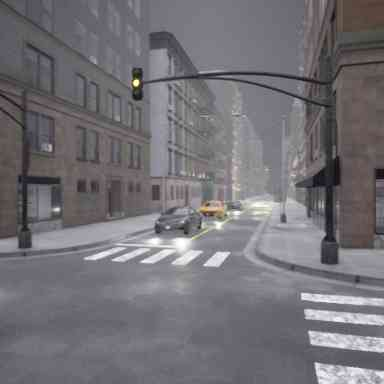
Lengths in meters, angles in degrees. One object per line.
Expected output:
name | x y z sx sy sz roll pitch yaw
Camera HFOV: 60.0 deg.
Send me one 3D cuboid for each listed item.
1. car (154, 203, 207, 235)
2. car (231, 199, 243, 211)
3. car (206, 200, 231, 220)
car | -0.654 1.564 19.434 1.812 1.442 4.674 0 0 15
car | 5.188 1.623 41.398 1.994 1.385 4.181 0 0 16
car | 1.913 1.524 29.117 1.882 1.535 5.008 0 0 15
